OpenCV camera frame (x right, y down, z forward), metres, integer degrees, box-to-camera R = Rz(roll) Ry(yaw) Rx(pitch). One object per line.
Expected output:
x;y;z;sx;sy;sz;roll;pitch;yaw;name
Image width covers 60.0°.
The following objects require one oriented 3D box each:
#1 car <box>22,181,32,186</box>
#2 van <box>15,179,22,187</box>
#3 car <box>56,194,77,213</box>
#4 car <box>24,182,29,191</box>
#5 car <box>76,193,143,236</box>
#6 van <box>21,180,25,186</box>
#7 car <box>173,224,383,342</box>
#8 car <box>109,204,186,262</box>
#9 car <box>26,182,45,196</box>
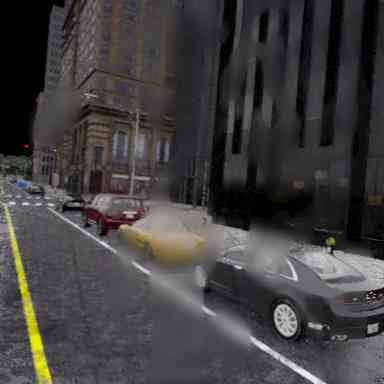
-27.975;-0.732;57.932;1.752;1.417;4.829;4;0;-30;car
-41.413;-2.017;81.237;1.690;1.788;3.998;4;0;-30;van
-9.272;0.818;25.527;1.947;1.339;4.313;4;0;-30;car
-25.185;-0.465;53.095;1.947;1.339;4.313;4;0;-30;car
-3.832;1.001;16.137;2.192;1.841;5.009;4;0;-30;car
-30.584;-1.129;62.475;1.690;1.788;3.998;4;0;-30;van
1.571;1.668;6.748;2.008;1.369;4.403;4;0;-30;car
-1.222;1.420;11.590;1.752;1.417;4.829;4;0;-30;car
-22.478;-0.246;48.404;1.947;1.339;4.313;4;0;-30;car
